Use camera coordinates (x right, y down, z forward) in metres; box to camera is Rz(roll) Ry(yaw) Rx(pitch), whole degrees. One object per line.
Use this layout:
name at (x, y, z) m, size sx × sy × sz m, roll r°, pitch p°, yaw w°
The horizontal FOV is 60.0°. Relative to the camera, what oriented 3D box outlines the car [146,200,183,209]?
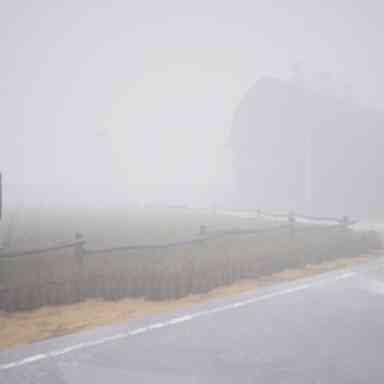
car at (-3.003, 1.597, 35.648) m, size 2.033 × 1.411 × 5.357 m, roll 0°, pitch 0°, yaw -38°
